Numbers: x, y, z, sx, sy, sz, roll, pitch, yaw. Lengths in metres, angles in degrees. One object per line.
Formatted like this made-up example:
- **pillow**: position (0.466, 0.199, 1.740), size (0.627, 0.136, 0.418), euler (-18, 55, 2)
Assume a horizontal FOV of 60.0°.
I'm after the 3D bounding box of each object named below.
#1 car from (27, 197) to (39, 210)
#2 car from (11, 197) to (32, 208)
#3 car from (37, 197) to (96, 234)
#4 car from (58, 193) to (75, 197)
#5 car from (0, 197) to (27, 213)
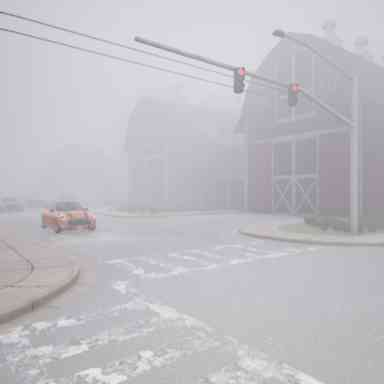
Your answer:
- **car**: position (-19.928, 1.413, 42.419), size (1.882, 1.535, 5.008), euler (-1, 0, -36)
- **car**: position (-25.761, 1.539, 50.181), size (2.033, 1.411, 5.357), euler (0, 0, -37)
- **car**: position (-7.280, 1.333, 19.424), size (2.097, 1.767, 4.553), euler (0, 0, -37)
- **car**: position (-18.460, 1.132, 47.363), size (3.866, 1.878, 1.905), euler (-2, 5, 11)
- **car**: position (-19.823, 1.331, 36.246), size (2.097, 1.767, 4.553), euler (0, 1, -37)
